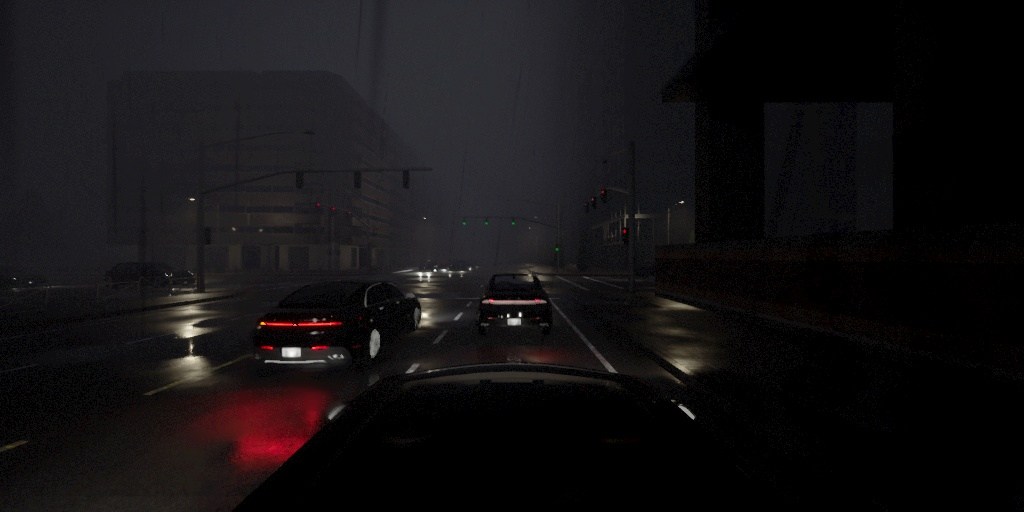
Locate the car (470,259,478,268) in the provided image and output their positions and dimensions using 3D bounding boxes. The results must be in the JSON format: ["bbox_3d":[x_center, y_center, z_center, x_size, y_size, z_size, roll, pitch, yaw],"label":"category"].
[{"bbox_3d":[-7.411,1.314,60.285,1.994,1.385,4.181,0,0,1],"label":"car"}]

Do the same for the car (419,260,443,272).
[{"bbox_3d":[-10.984,1.241,47.497,2.128,1.511,4.902,0,0,0],"label":"car"}]

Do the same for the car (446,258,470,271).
[{"bbox_3d":[-7.491,1.228,50.268,1.882,1.535,5.008,0,0,0],"label":"car"}]

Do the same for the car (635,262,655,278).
[{"bbox_3d":[13.946,1.297,34.220,4.902,1.511,2.128,0,0,0],"label":"car"}]

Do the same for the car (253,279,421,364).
[{"bbox_3d":[-3.451,1.256,8.059,1.837,1.490,4.892,0,0,0],"label":"car"}]

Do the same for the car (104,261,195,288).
[{"bbox_3d":[-23.706,1.157,23.584,4.553,1.767,2.097,0,0,0],"label":"car"}]

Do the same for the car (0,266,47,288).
[{"bbox_3d":[-34.321,1.353,23.601,5.357,1.411,2.033,0,0,0],"label":"car"}]

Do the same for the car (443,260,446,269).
[{"bbox_3d":[-10.954,1.351,56.841,1.895,1.301,4.718,0,0,1],"label":"car"}]

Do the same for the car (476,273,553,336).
[{"bbox_3d":[0.059,1.242,10.392,2.128,1.511,4.902,0,0,0],"label":"car"}]
